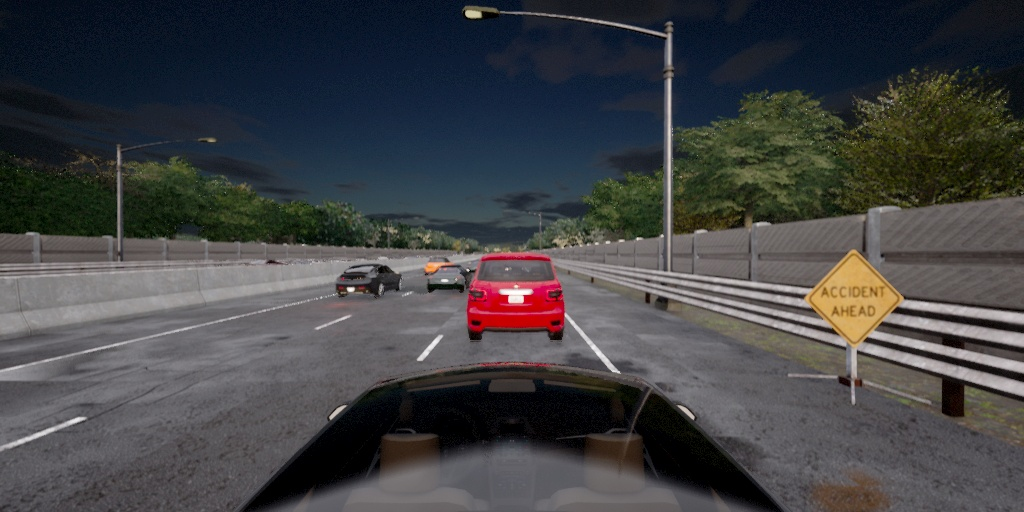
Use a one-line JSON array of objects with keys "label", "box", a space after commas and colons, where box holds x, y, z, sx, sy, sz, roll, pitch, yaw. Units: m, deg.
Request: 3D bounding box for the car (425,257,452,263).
[{"label": "car", "box": [-6.847, 0.907, 34.290, 2.097, 1.767, 4.553, 0, 1, 0]}]

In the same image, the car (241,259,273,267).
[{"label": "car", "box": [-24.536, 1.074, 35.320, 1.812, 1.442, 4.674, 0, 0, 0]}]

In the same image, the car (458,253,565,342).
[{"label": "car", "box": [0.094, 0.924, 9.792, 2.150, 2.045, 5.566, 0, 1, 0]}]

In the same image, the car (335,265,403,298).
[{"label": "car", "box": [-6.877, 1.158, 17.736, 1.837, 1.490, 4.892, 0, 0, 0]}]

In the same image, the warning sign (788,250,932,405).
[{"label": "warning sign", "box": [4.554, 0.847, 4.807, 1.300, 1.860, 1.060, 0, 0, 0]}]

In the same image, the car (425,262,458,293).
[{"label": "car", "box": [-3.371, 1.203, 20.017, 1.994, 1.385, 4.181, 0, 0, 0]}]

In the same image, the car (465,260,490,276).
[{"label": "car", "box": [-3.344, 1.110, 35.340, 1.994, 1.385, 4.181, 0, 0, 0]}]

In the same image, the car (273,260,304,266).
[{"label": "car", "box": [-21.036, 1.111, 35.469, 1.994, 1.385, 4.181, 0, 0, 0]}]

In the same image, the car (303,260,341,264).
[{"label": "car", "box": [-17.542, 1.153, 34.476, 1.895, 1.301, 4.718, 0, 0, 0]}]
